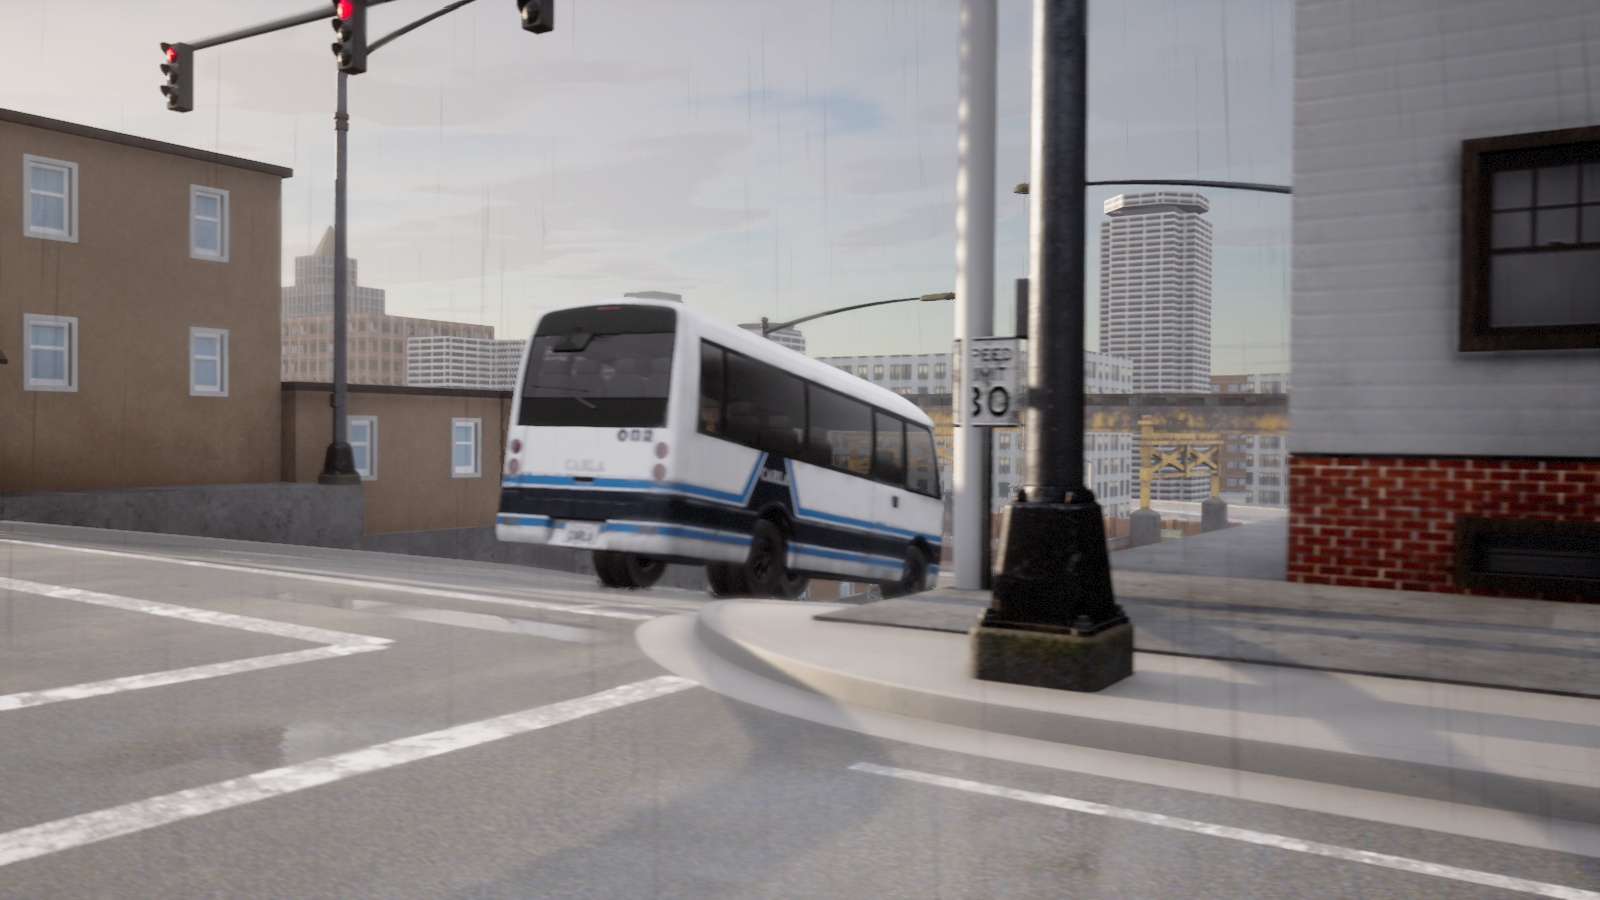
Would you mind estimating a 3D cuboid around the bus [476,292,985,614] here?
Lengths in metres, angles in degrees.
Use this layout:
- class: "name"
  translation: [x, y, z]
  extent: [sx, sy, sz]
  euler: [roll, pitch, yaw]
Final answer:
- class: "bus"
  translation: [-0.507, 0.576, 22.581]
  extent: [3.944, 4.253, 10.273]
  euler: [0, -7, 29]
